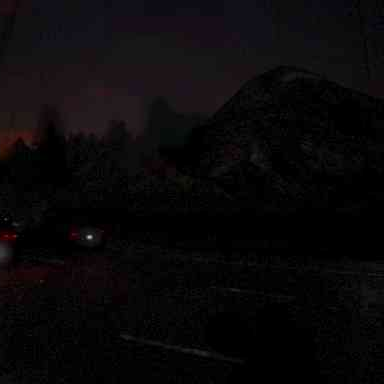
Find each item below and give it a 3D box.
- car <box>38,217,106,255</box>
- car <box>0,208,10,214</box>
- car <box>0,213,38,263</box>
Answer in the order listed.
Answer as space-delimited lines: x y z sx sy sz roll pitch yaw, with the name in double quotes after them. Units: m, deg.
-5.609 1.758 14.324 4.181 1.385 1.994 0 -1 38 "car"
-13.075 1.789 21.939 1.812 1.442 4.674 1 -1 -36 "car"
-7.720 1.631 11.532 4.902 1.511 2.128 0 -1 38 "car"
